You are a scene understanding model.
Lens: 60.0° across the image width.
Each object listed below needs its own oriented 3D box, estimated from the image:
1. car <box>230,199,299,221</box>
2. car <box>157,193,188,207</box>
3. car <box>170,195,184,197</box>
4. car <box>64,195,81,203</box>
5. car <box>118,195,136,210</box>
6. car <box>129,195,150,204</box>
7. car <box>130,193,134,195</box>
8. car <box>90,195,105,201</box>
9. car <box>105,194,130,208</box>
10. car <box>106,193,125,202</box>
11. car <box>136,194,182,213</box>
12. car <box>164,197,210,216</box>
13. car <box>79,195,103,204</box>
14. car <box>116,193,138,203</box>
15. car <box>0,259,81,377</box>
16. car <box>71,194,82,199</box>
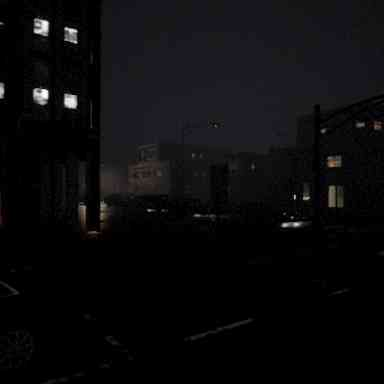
[{"bbox_3d":[5.740,1.455,26.229,2.033,1.411,5.357,0,0,-35],"label":"car"},{"bbox_3d":[-2.904,1.152,48.952,2.192,1.841,5.009,1,0,-35],"label":"car"},{"bbox_3d":[0.067,1.342,34.440,1.882,1.535,5.008,0,0,-35],"label":"car"},{"bbox_3d":[-22.387,1.279,62.419,1.947,1.339,4.313,1,0,-35],"label":"car"},{"bbox_3d":[-6.658,1.369,39.636,2.008,1.369,4.403,1,0,-35],"label":"car"},{"bbox_3d":[-9.294,1.319,58.205,1.752,1.417,4.829,1,0,-35],"label":"car"},{"bbox_3d":[-5.720,1.175,42.853,2.097,1.767,4.553,0,0,-35],"label":"car"},{"bbox_3d":[-21.780,1.280,76.291,1.947,1.339,4.313,1,0,-35],"label":"car"},{"bbox_3d":[-9.804,1.341,44.192,1.887,1.381,4.507,1,0,-35],"label":"car"},{"bbox_3d":[-15.486,1.069,67.178,2.192,1.841,5.009,1,0,-35],"label":"car"},{"bbox_3d":[-3.510,1.156,35.079,2.192,1.841,5.009,1,0,-35],"label":"car"},{"bbox_3d":[-0.367,1.415,30.522,2.008,1.369,4.403,1,0,-35],"label":"car"},{"bbox_3d":[-15.999,1.280,53.166,1.752,1.417,4.829,1,0,-35],"label":"car"},{"bbox_3d":[-12.341,1.089,62.622,2.192,1.841,5.009,1,0,-35],"label":"car"},{"bbox_3d":[-3.636,1.551,3.961,4.403,1.369,2.008,0,0,-35],"label":"car"},{"bbox_3d":[-31.217,1.240,89.962,1.802,1.307,4.206,1,0,-35],"label":"car"}]
